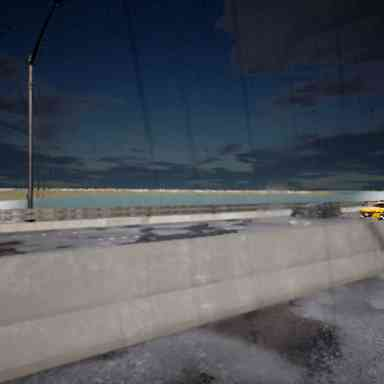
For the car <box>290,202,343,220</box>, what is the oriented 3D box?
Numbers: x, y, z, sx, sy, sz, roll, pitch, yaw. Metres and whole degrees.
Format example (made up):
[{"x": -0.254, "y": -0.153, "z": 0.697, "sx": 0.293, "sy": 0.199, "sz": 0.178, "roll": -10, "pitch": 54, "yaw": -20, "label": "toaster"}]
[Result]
[{"x": 10.854, "y": 1.615, "z": 28.775, "sx": 5.357, "sy": 1.411, "sz": 2.033, "roll": 0, "pitch": 0, "yaw": -35, "label": "car"}]

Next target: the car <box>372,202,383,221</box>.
[{"x": 14.764, "y": 1.572, "z": 22.961, "sx": 4.892, "sy": 1.490, "sz": 1.837, "roll": 0, "pitch": 0, "yaw": -35, "label": "car"}]

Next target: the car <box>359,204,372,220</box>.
[{"x": 16.089, "y": 1.554, "z": 28.155, "sx": 5.008, "sy": 1.535, "sz": 1.882, "roll": 0, "pitch": 0, "yaw": -35, "label": "car"}]
